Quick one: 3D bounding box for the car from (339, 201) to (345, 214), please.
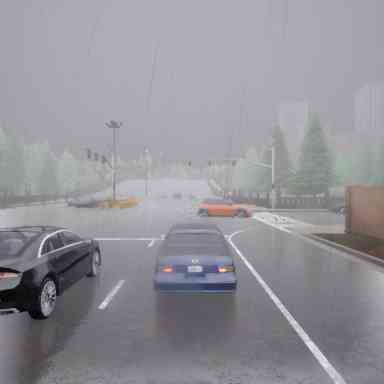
[{"bbox_3d":[16.551,1.564,31.220,4.181,1.385,1.994,0,0,0],"label":"car"}]

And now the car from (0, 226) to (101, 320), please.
[{"bbox_3d":[-3.437,1.492,7.308,2.128,1.511,4.902,0,0,0],"label":"car"}]

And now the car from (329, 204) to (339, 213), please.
[{"bbox_3d":[16.845,1.505,34.721,4.892,1.490,1.837,0,0,0],"label":"car"}]

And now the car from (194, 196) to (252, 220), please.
[{"bbox_3d":[2.771,1.352,28.041,4.553,1.767,2.097,0,0,11],"label":"car"}]

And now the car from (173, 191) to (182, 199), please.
[{"bbox_3d":[-3.693,0.640,82.905,2.097,1.767,4.553,0,4,0],"label":"car"}]

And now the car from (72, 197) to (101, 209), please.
[{"bbox_3d":[-13.961,1.477,44.318,1.882,1.535,5.008,0,0,-2],"label":"car"}]

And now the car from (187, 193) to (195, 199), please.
[{"bbox_3d":[-0.185,0.963,81.673,1.895,1.301,4.718,0,4,0],"label":"car"}]

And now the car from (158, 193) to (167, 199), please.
[{"bbox_3d":[-7.185,0.960,81.683,1.895,1.301,4.718,0,4,0],"label":"car"}]

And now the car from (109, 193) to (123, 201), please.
[{"bbox_3d":[-17.659,1.144,77.530,2.128,1.511,4.902,0,2,0],"label":"car"}]

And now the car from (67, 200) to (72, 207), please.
[{"bbox_3d":[-17.637,1.601,51.371,1.895,1.301,4.718,0,0,0],"label":"car"}]

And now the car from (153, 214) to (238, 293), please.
[{"bbox_3d":[0.071,1.547,8.982,2.033,1.411,5.357,0,0,0],"label":"car"}]

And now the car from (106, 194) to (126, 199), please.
[{"bbox_3d":[-14.122,1.526,62.166,1.812,1.442,4.674,0,0,0],"label":"car"}]

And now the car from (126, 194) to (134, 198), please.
[{"bbox_3d":[-14.138,1.258,74.222,1.882,1.535,5.008,0,2,0],"label":"car"}]

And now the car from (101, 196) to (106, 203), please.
[{"bbox_3d":[-17.598,1.544,66.560,1.994,1.385,4.181,0,1,0],"label":"car"}]
